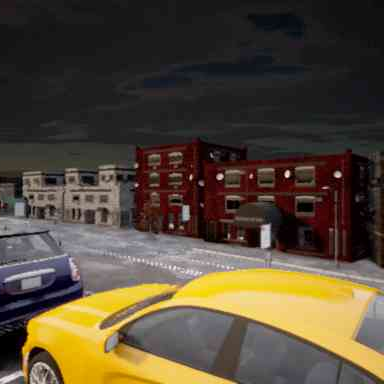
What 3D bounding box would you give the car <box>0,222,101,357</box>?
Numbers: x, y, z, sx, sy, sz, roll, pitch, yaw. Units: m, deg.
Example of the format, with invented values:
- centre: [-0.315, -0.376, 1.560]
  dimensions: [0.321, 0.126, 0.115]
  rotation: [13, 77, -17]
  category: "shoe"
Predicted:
- centre: [-4.098, 1.352, 6.071]
  dimensions: [4.553, 1.767, 2.185]
  rotation: [0, 0, 34]
  category: "car"
